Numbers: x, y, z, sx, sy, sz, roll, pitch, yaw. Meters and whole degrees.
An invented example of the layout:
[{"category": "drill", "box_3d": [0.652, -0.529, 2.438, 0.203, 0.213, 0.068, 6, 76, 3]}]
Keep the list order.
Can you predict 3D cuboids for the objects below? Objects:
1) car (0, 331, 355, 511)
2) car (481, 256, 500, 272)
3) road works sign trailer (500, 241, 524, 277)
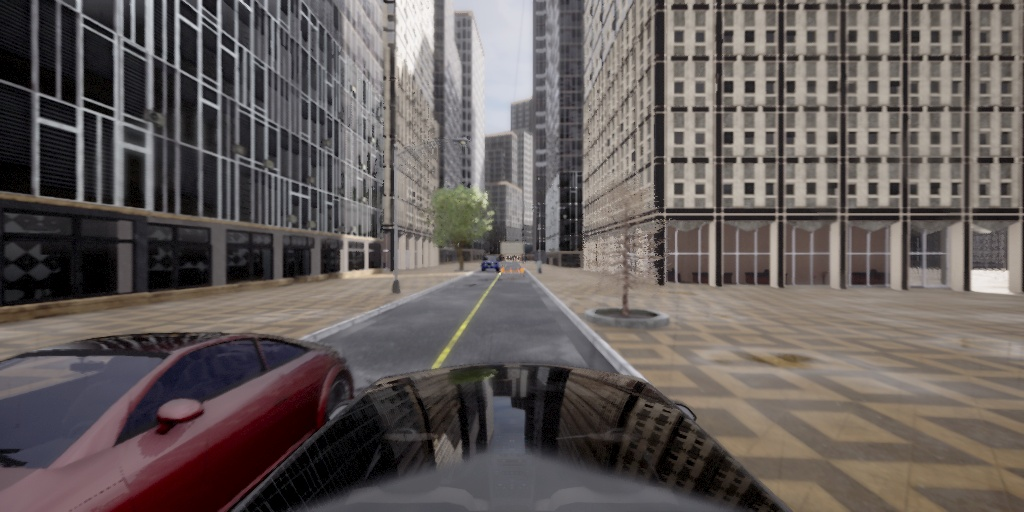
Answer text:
[{"category": "car", "box_3d": [-2.849, 1.314, 2.543, 1.994, 1.385, 4.181, 0, 0, 0]}, {"category": "car", "box_3d": [-2.816, 1.020, 47.296, 2.150, 2.045, 5.566, 0, -1, 0]}, {"category": "road works sign trailer", "box_3d": [0.002, 0.243, 35.999, 2.380, 3.560, 2.880, 0, 0, 0]}]
